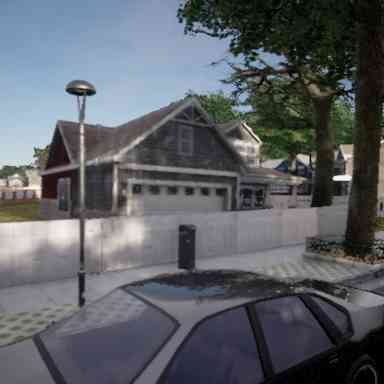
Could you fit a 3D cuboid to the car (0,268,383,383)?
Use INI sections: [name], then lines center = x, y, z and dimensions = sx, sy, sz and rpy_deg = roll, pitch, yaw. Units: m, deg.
[car]
center = 0.007, 1.543, 3.063
dimensions = 5.357, 1.411, 2.033
rpy_deg = 0, 0, -36
